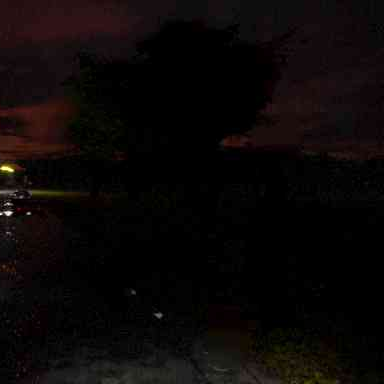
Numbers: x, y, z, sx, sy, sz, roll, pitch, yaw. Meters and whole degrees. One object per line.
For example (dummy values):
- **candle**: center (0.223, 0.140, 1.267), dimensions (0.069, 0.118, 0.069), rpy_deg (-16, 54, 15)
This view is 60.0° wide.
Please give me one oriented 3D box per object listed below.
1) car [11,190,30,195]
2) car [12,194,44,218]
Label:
- **car**: center (-18.585, 0.528, 36.312), dimensions (2.033, 1.411, 5.357), rpy_deg (0, 2, -28)
- **car**: center (-11.824, 1.059, 23.903), dimensions (1.895, 1.301, 4.718), rpy_deg (0, 2, -29)
